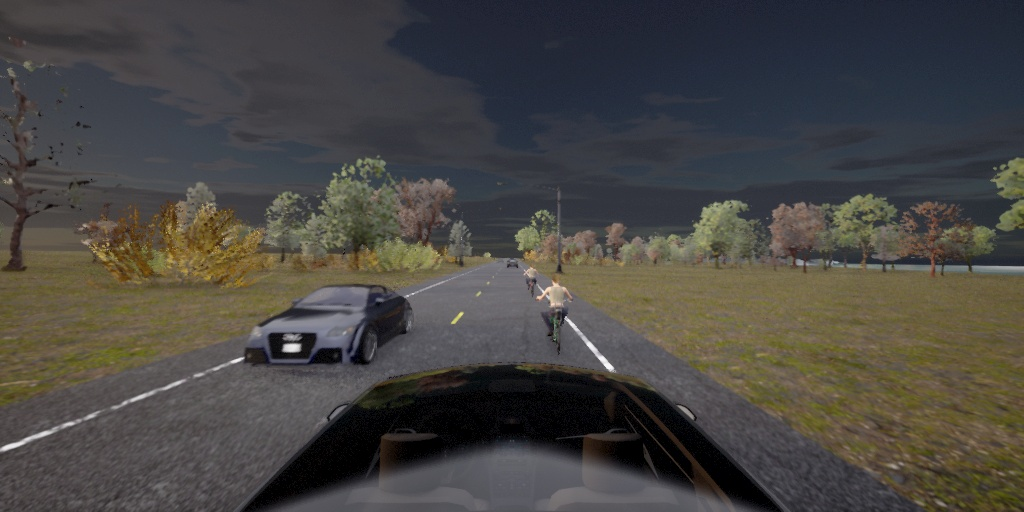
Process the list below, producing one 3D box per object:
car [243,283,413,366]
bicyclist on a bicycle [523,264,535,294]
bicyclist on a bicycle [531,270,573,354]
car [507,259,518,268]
[{"bbox_3d":[-3.600,1.315,7.859,1.994,1.385,4.181,0,0,0],"label":"car"},{"bbox_3d":[0.980,1.189,17.968,0.866,1.612,1.509,0,0,0],"label":"bicyclist on a bicycle"},{"bbox_3d":[0.944,1.188,7.798,0.866,1.612,1.509,0,0,0],"label":"bicyclist on a bicycle"},{"bbox_3d":[0.094,1.284,62.166,1.812,1.442,4.674,0,0,0],"label":"car"}]
